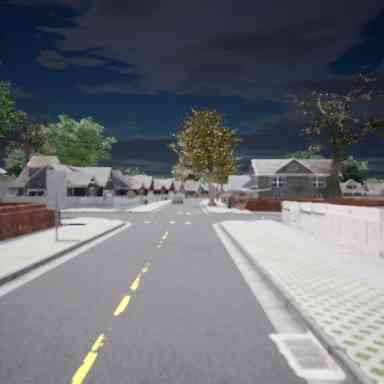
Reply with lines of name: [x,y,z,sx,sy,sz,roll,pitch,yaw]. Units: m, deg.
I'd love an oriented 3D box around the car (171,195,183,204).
car: [-2.708,1.381,62.187,2.097,1.767,4.553,0,-1,0]
